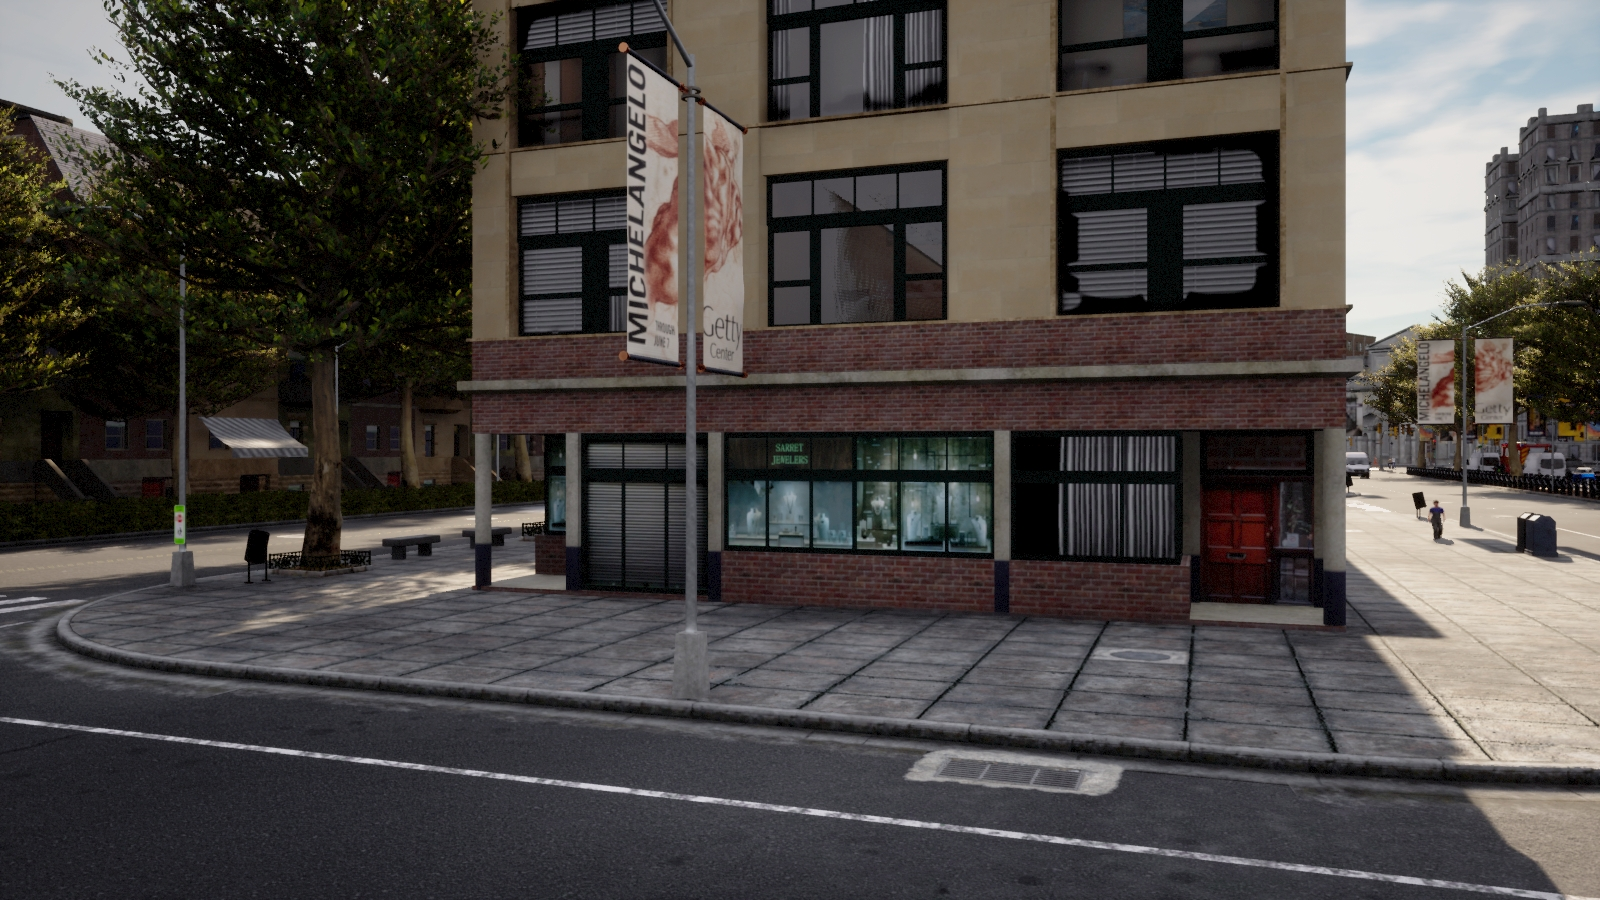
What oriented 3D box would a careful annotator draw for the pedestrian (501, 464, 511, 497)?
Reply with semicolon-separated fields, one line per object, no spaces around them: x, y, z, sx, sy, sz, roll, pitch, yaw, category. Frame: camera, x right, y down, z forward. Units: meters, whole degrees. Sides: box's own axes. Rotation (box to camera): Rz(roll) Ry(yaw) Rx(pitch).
-16.446;1.709;63.949;0.375;1.860;0.375;0;0;17;pedestrian

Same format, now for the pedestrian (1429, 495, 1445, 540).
18.635;1.974;33.422;0.375;1.300;0.375;0;0;22;pedestrian
